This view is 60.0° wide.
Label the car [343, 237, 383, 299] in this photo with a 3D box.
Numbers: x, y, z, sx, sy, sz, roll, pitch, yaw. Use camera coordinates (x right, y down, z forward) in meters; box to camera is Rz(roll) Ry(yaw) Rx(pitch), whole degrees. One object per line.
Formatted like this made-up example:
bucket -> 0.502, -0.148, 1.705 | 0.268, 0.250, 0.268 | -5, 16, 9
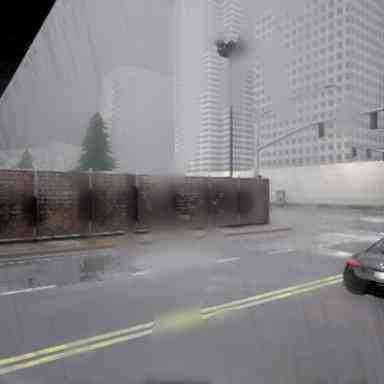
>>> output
car -> 5.341, 1.604, 7.606 | 4.181, 1.385, 1.994 | 0, 0, -35
